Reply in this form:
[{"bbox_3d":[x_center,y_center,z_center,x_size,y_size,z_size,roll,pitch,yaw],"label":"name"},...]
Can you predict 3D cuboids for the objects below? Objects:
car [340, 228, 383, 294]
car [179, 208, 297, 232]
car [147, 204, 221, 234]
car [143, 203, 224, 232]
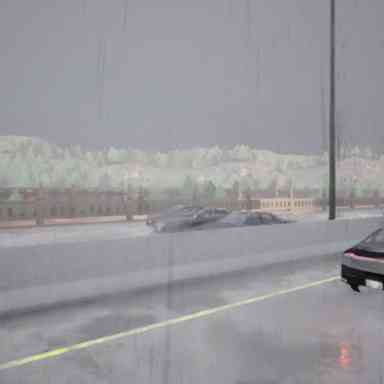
[{"bbox_3d":[5.342,1.495,7.555,4.902,1.511,2.128,0,0,-35],"label":"car"},{"bbox_3d":[2.355,1.551,14.268,5.357,1.411,2.033,0,0,-35],"label":"car"},{"bbox_3d":[0.440,1.495,17.200,4.902,1.511,2.128,0,0,-35],"label":"car"},{"bbox_3d":[-0.476,1.509,20.846,4.892,1.490,1.837,0,0,-35],"label":"car"}]
